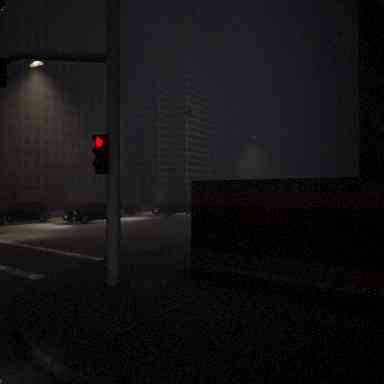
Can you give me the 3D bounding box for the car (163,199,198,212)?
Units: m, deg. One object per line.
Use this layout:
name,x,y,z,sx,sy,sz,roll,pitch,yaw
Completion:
car,-1.301,1.564,39.451,1.994,1.385,4.181,0,0,36

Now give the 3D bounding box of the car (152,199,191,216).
car,-1.877,1.491,32.698,2.128,1.511,4.902,0,0,36

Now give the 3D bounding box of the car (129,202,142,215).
car,-7.099,1.547,31.458,2.033,1.411,5.357,0,0,36

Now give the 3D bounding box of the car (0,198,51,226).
car,-12.638,1.352,23.772,2.097,1.767,4.553,0,0,36

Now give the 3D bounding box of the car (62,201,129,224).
car,-7.377,1.505,25.101,1.837,1.490,4.892,0,0,36
